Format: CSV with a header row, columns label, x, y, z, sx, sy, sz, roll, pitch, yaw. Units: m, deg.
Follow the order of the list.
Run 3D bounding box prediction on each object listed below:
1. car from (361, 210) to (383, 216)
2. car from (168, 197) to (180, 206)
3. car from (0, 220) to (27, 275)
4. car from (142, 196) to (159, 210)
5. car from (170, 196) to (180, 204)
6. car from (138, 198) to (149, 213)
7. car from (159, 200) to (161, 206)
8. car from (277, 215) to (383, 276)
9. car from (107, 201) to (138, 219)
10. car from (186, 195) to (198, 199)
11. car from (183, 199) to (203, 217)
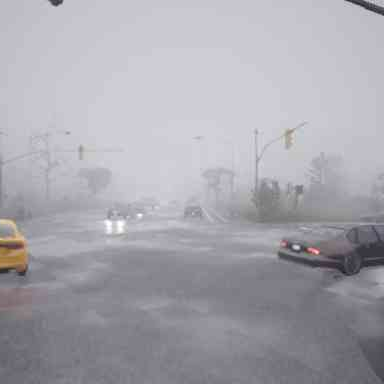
label,x,y,z,sx,sy,sz,roll,pitch,yaw
car,13.464,1.692,21.654,5.008,1.535,1.882,0,-1,-3
car,-3.501,1.931,64.471,1.837,1.490,4.892,0,0,0
car,-6.254,1.579,10.271,1.882,1.535,5.008,1,-1,-30
car,-6.988,1.682,52.668,2.150,2.045,5.566,0,0,0
car,-3.881,1.762,74.599,1.812,1.442,4.674,0,1,-8
car,-7.031,1.919,42.594,1.837,1.490,4.892,0,0,0
car,-6.993,1.928,62.810,2.128,1.511,4.902,0,0,0
car,5.335,1.653,10.547,5.357,1.411,2.033,0,-1,-23
car,-7.078,1.818,33.199,2.128,1.511,4.902,0,-1,0
car,0.001,1.649,64.520,2.150,2.045,5.566,0,0,0
car,0.107,1.852,35.261,1.837,1.490,4.892,0,-1,0
